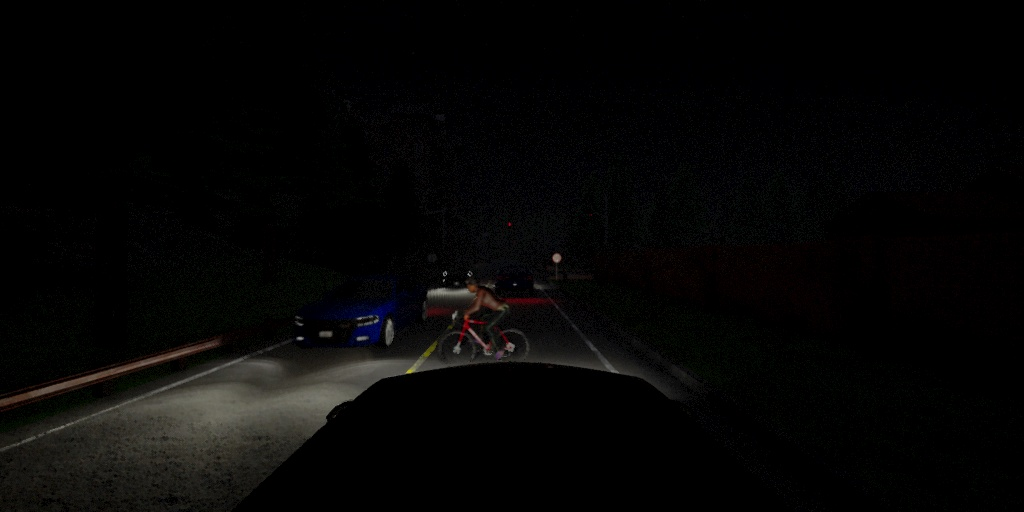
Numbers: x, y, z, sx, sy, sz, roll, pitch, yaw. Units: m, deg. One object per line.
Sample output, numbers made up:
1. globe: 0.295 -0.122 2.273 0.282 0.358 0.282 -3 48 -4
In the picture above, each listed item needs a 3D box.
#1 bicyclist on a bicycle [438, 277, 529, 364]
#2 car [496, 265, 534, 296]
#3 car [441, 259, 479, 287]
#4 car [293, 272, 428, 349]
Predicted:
1. bicyclist on a bicycle: -0.521 1.204 6.438 1.656 1.620 0.582 -2 0 0
2. car: 0.145 1.245 19.662 1.882 1.535 5.008 0 -1 0
3. car: -3.439 1.123 24.516 2.097 1.767 4.553 0 0 0
4. car: -3.576 1.235 9.399 1.882 1.535 5.008 0 0 0
